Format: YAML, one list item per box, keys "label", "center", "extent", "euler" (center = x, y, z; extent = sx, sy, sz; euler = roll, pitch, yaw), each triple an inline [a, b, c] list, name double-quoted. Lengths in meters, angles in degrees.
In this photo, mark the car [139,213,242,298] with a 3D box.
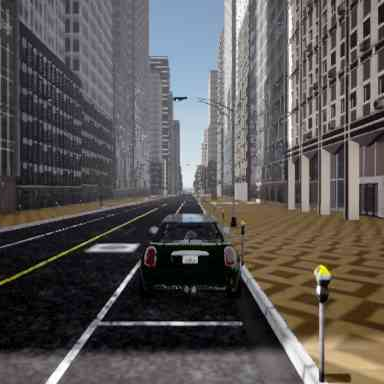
- label: "car"
  center: [-0.033, 1.341, 8.621]
  extent: [2.097, 1.767, 4.553]
  euler: [0, 0, 0]
